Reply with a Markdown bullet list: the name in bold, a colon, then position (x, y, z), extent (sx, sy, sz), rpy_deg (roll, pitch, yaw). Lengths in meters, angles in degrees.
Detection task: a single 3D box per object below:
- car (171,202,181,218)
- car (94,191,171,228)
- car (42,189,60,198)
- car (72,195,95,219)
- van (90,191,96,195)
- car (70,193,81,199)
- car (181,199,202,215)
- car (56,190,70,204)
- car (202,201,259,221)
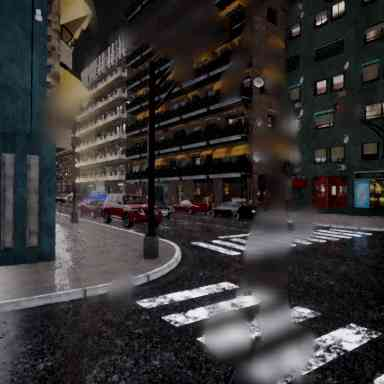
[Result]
- **car**: position (-3.222, 1.192, 23.661), extent (2.128, 1.511, 4.902), rpy_deg (1, 1, -36)
- **car**: position (-3.724, 1.034, 19.975), extent (2.192, 1.841, 5.009), rpy_deg (2, 0, -36)
- **car**: position (-29.681, 0.301, 69.926), extent (2.192, 1.841, 5.009), rpy_deg (2, 0, -36)
- **car**: position (-7.006, 1.183, 24.480), extent (1.887, 1.381, 4.507), rpy_deg (2, 0, -36)
- **van**: position (-13.304, 0.727, 47.399), extent (1.690, 1.788, 3.998), rpy_deg (2, 0, -36)
- **car**: position (-19.860, 0.770, 56.409), extent (1.887, 1.381, 4.507), rpy_deg (2, 0, -36)
- **car**: position (-0.206, 1.289, 29.376), extent (1.802, 1.307, 4.206), rpy_deg (2, 0, -36)
- **car**: position (-18.623, 0.870, 44.944), extent (2.033, 1.411, 5.357), rpy_deg (1, 0, -35)
- **car**: position (3.070, 1.354, 24.871), extent (1.947, 1.339, 4.313), rpy_deg (2, 0, -36)
